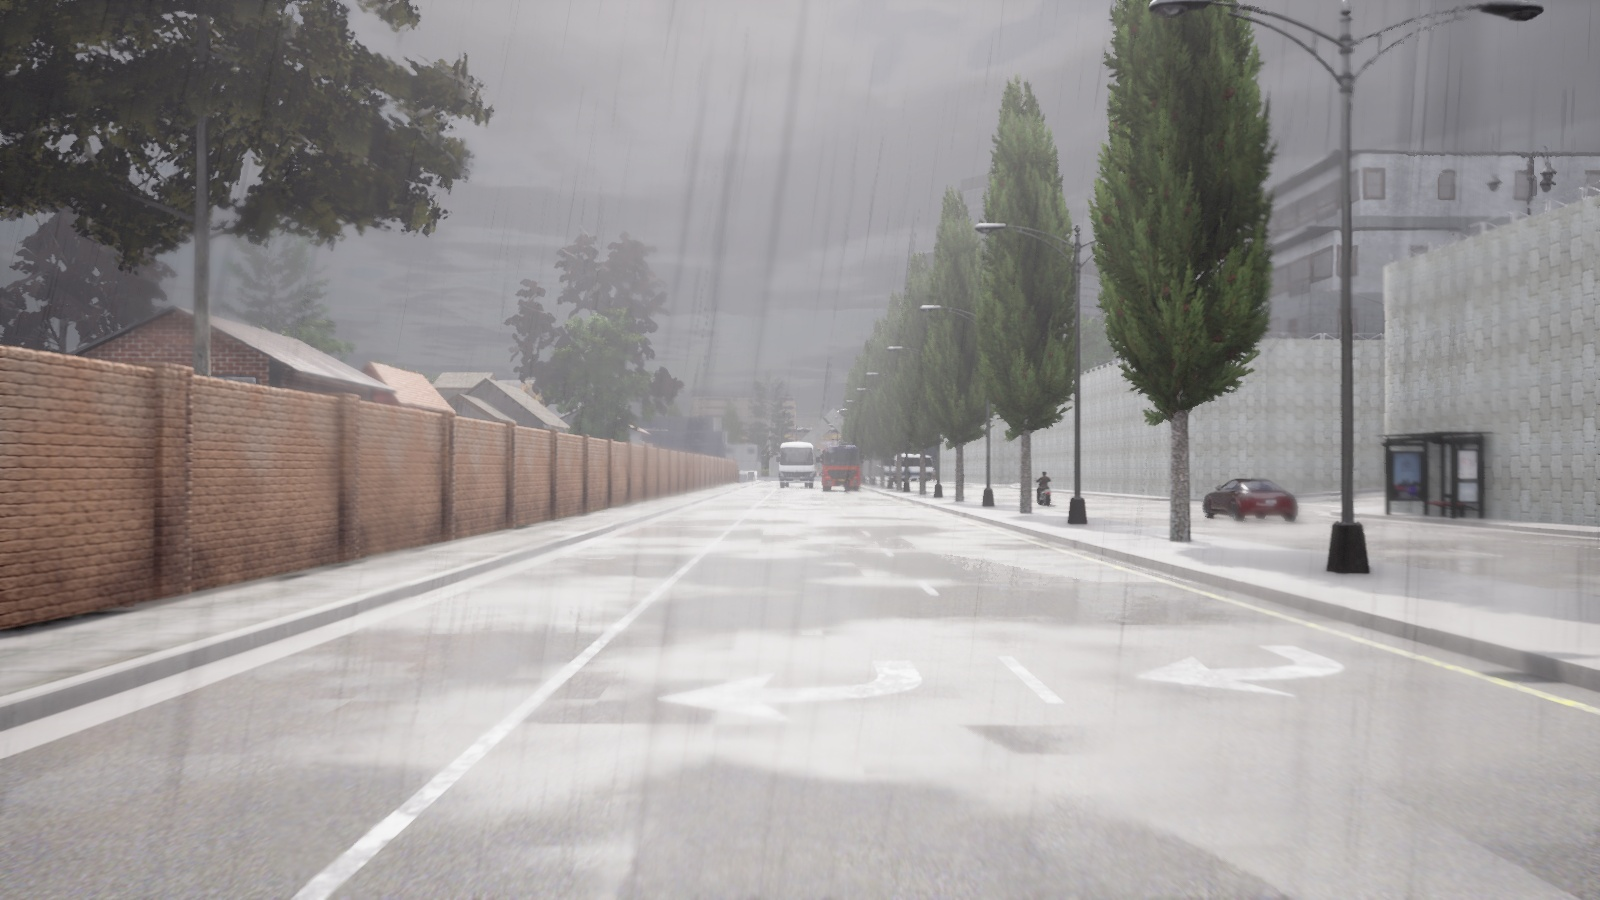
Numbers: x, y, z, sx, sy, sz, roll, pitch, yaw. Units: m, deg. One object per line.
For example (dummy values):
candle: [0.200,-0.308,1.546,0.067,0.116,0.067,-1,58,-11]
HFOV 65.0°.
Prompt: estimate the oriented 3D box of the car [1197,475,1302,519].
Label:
car: [14.899,1.520,41.863,1.994,1.385,4.181,0,-1,0]

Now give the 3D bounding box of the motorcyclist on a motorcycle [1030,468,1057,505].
motorcyclist on a motorcycle: [11.357,1.697,58.694,0.766,1.649,2.350,0,-1,0]
